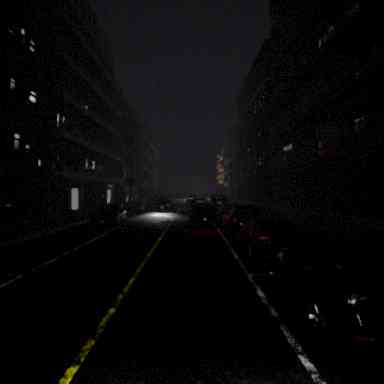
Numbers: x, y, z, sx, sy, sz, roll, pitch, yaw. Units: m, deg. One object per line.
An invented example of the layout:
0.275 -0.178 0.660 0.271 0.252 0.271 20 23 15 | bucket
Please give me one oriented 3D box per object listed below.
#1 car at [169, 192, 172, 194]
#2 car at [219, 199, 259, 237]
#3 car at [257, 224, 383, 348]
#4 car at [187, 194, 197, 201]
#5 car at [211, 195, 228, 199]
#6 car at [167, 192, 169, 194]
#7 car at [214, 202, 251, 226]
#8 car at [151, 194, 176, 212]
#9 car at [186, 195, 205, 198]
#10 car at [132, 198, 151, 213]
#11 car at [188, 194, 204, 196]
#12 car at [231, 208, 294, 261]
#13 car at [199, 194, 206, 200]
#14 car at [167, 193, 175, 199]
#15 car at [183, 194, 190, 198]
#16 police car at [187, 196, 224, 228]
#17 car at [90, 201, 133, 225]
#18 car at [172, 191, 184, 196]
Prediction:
-5.655 0.966 85.160 2.192 1.841 5.009 0 0 0 | car
2.698 1.373 17.517 1.967 1.590 4.097 0 0 0 | car
2.693 1.542 6.245 1.947 1.339 4.313 0 0 0 | car
0.028 1.082 73.030 2.033 1.411 5.357 0 0 0 | car
2.706 1.180 34.425 2.192 1.841 5.009 0 0 0 | car
-5.666 1.087 56.979 2.192 1.841 5.009 0 0 0 | car
2.700 1.461 23.153 2.008 1.369 4.403 0 0 0 | car
-3.081 1.348 36.848 2.128 1.511 4.902 0 0 0 | car
0.678 1.358 31.720 1.882 1.535 5.008 0 0 5 | car
-5.676 1.392 34.263 1.752 1.417 4.829 0 0 0 | car
0.798 1.357 37.623 1.837 1.490 4.892 0 0 -2 | car
2.696 1.499 11.881 1.887 1.381 4.507 0 0 0 | car
2.724 1.175 85.324 1.752 1.417 4.829 0 0 0 | car
-5.654 1.066 90.796 1.967 1.590 4.097 0 0 0 | car
0.021 1.259 58.031 2.128 1.511 4.902 0 0 0 | car
0.766 1.342 21.764 1.930 1.638 5.238 0 0 0 | police car
-5.681 1.477 23.160 1.947 1.339 4.313 0 0 0 | car
-2.971 0.822 77.809 2.150 2.045 5.566 0 0 0 | car
